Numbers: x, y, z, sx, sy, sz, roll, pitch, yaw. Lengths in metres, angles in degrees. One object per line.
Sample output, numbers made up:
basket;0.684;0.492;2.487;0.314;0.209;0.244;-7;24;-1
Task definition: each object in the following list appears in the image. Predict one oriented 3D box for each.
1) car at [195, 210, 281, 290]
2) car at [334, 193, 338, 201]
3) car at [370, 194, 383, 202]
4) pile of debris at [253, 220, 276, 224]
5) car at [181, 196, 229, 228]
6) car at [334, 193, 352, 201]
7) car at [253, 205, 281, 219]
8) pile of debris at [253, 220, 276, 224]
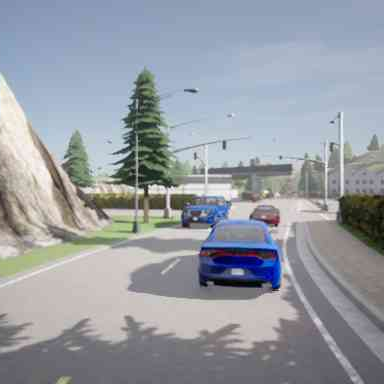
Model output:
car;1.377;1.496;9.326;1.882;1.535;5.008;0;0;10
car;36.164;1.550;79.994;3.806;1.475;1.970;0;0;17
car;44.277;1.292;77.526;4.605;1.855;1.932;0;0;17
pile of debris;5.478;2.227;24.935;1.500;0.140;1.860;0;0;18
car;1.034;1.265;22.501;2.150;2.045;5.566;0;0;18
car;37.731;1.273;82.990;3.866;1.878;1.905;0;0;17
car;5.292;1.610;23.867;1.994;1.385;4.181;0;0;16
pile of debris;5.478;2.227;24.935;1.500;0.140;1.860;0;0;18
